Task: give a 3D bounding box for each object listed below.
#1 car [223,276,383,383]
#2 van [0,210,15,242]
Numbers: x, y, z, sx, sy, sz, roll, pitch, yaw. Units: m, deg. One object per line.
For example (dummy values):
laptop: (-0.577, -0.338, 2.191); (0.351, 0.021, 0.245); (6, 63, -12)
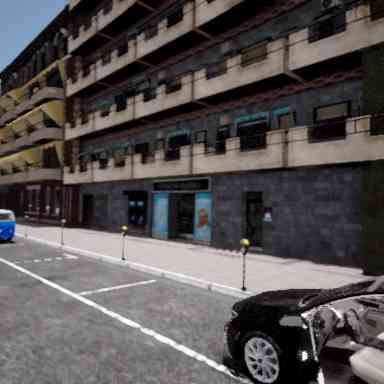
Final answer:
car: (2.519, 1.704, 3.668); (1.837, 1.490, 4.892); (3, -3, -43)
van: (-11.450, 1.880, 18.969); (1.690, 1.788, 3.998); (3, -3, -43)
